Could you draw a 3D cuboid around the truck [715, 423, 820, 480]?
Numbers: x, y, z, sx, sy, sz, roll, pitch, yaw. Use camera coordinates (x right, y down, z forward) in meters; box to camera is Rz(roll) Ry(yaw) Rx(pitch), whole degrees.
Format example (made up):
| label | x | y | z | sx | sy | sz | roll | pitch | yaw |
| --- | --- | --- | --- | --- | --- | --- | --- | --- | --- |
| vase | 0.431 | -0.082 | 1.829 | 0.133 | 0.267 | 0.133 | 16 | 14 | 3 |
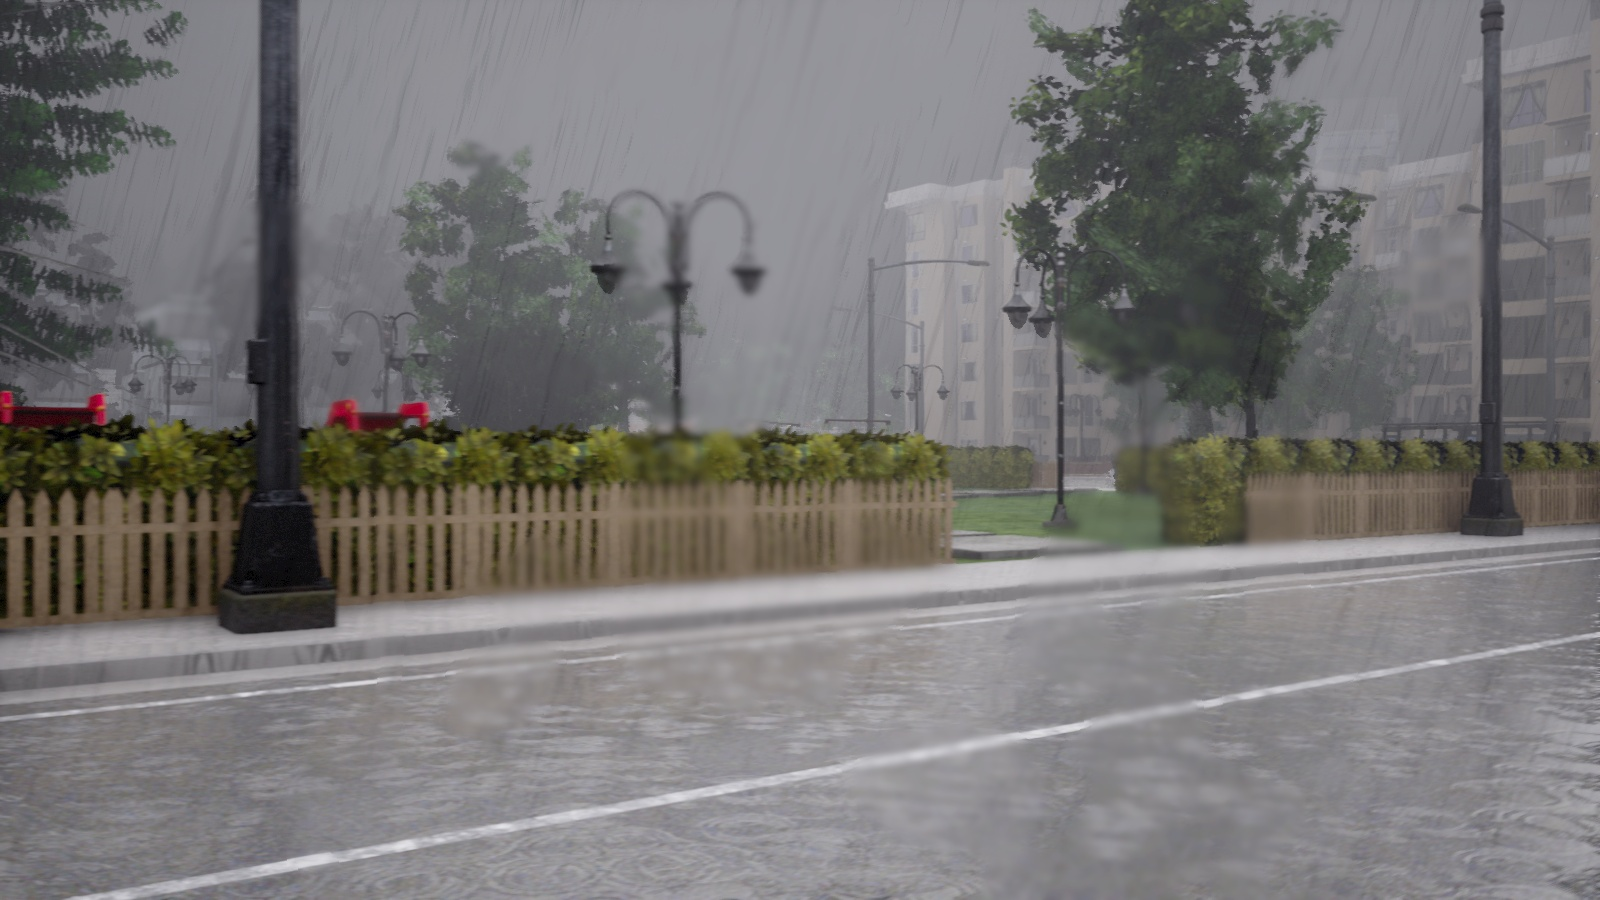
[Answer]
| label | x | y | z | sx | sy | sz | roll | pitch | yaw |
| --- | --- | --- | --- | --- | --- | --- | --- | --- | --- |
| truck | -2.187 | 0.154 | 80.200 | 2.891 | 3.462 | 7.936 | 0 | -1 | -34 |
